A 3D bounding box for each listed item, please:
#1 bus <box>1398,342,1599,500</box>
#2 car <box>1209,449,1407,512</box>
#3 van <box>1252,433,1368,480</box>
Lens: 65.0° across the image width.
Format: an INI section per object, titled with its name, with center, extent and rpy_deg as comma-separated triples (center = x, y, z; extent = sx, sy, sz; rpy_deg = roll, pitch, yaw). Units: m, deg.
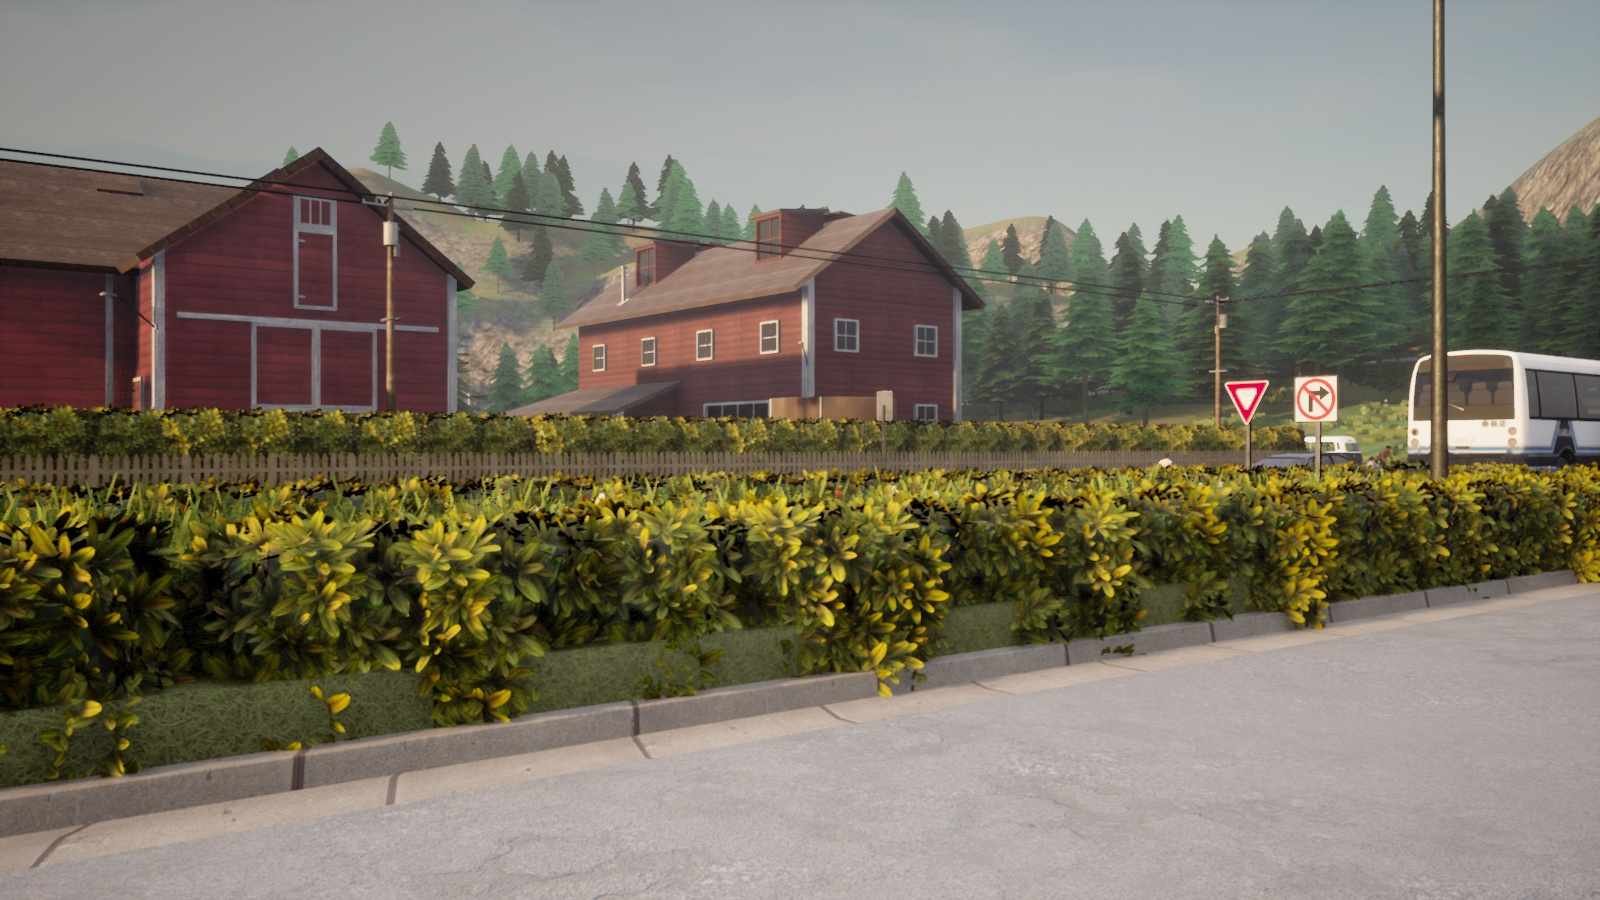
[bus]
center = 22.888, -0.797, 38.571
extent = 10.273, 4.253, 3.944
rpy_deg = 0, 0, -38
[car]
center = 12.491, 0.694, 30.722
extent = 5.357, 1.411, 2.033
rpy_deg = 0, 0, -37
[van]
center = 23.344, 0.285, 57.575
extent = 2.069, 2.038, 4.480
rpy_deg = 0, 0, -37
